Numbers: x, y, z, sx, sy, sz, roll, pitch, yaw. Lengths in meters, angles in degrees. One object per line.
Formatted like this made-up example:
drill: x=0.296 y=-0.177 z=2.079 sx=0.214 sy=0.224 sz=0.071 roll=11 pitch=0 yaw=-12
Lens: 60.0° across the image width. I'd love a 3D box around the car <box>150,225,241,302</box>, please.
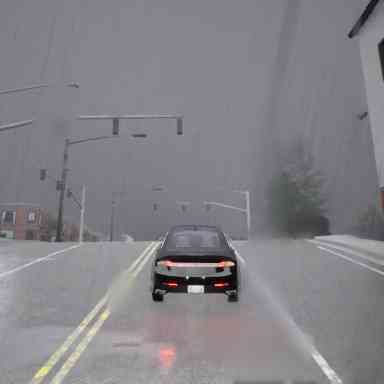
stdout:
car: x=0.088 y=1.595 z=8.524 sx=2.128 sy=1.511 sz=4.902 roll=0 pitch=-1 yaw=0
